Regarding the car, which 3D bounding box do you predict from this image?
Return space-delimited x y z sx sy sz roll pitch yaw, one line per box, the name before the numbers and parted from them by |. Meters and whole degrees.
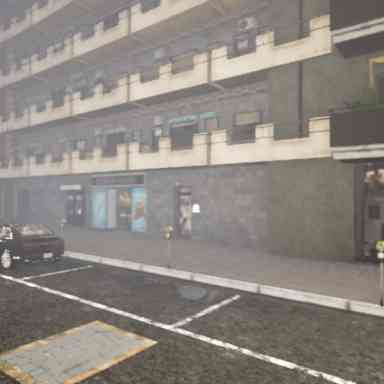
car | -6.235 1.756 11.670 4.403 1.369 2.008 -1 -1 37
